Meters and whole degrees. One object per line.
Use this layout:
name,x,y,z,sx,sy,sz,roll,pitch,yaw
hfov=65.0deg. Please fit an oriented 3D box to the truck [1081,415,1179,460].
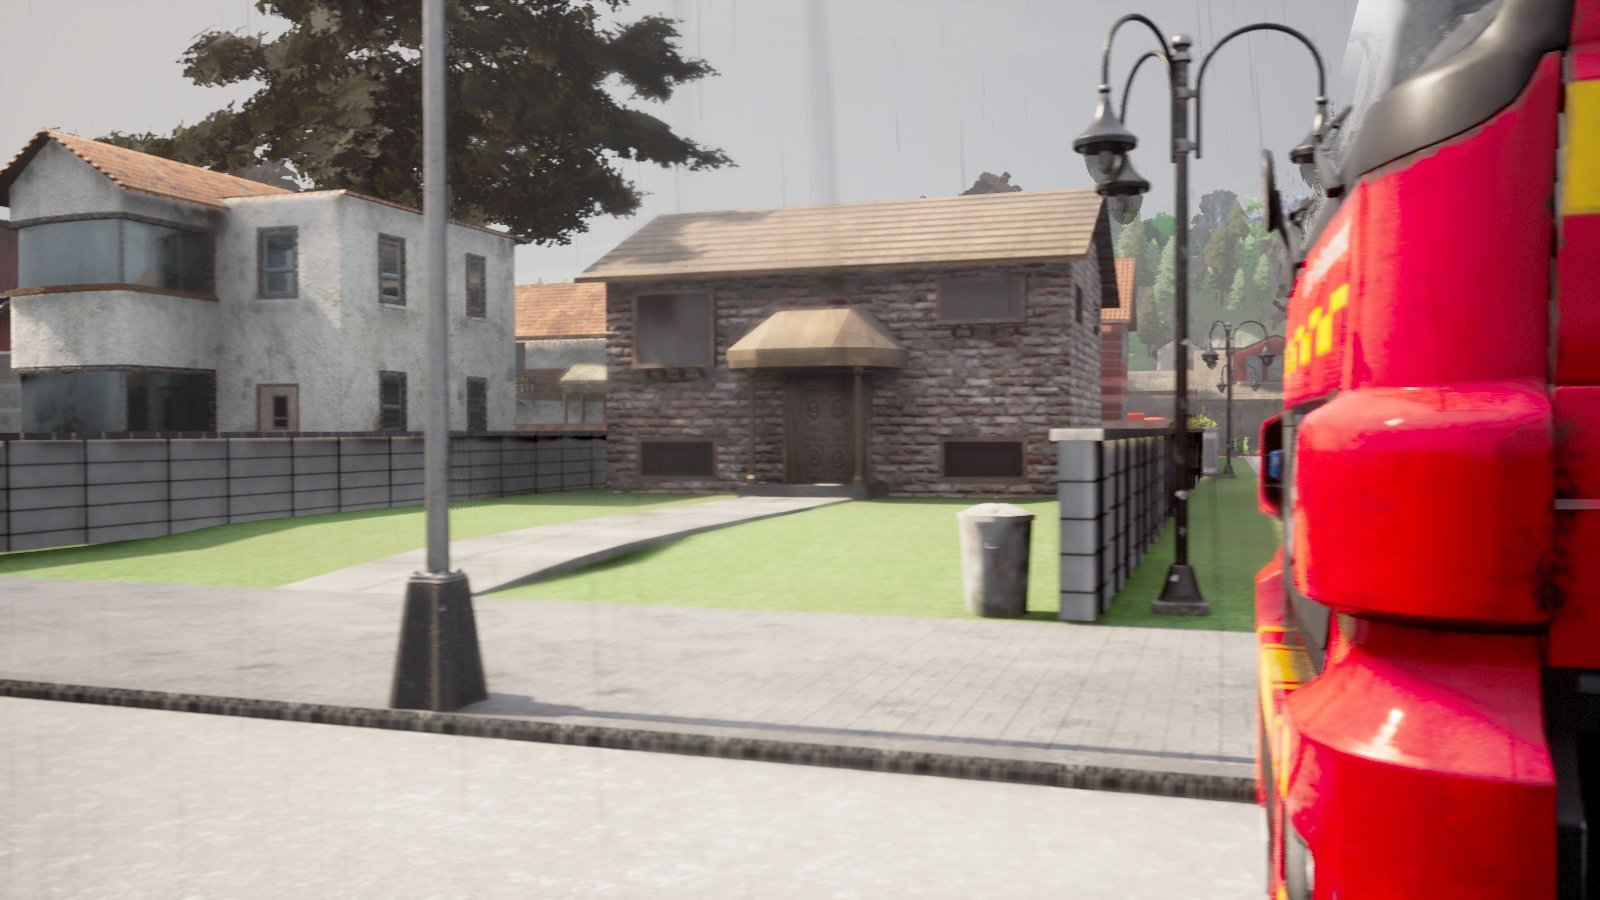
truck,18.733,-0.730,71.227,5.204,2.467,2.627,1,1,19

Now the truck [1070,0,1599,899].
truck,4.918,-0.352,2.049,8.468,3.827,2.891,1,1,19
